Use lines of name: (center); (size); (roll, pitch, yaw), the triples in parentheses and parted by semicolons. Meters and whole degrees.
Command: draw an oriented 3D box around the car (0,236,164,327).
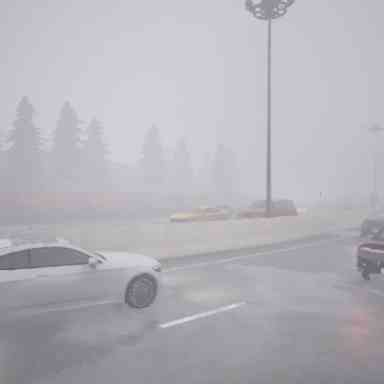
car: (-2.747, 1.570, 6.289); (4.674, 1.442, 1.812); (1, -1, -37)

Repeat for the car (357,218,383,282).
car: (6.300, 1.638, 9.172); (4.902, 1.511, 2.128); (1, -1, -41)

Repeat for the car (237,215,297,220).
car: (5.289, 1.506, 23.003); (2.150, 2.045, 5.566); (0, -1, 43)

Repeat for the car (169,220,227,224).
car: (0.638, 1.728, 23.281); (1.882, 1.535, 5.008); (0, -1, 45)

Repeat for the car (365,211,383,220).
car: (10.818, 1.806, 18.441); (1.812, 1.442, 4.674); (0, -1, 44)
